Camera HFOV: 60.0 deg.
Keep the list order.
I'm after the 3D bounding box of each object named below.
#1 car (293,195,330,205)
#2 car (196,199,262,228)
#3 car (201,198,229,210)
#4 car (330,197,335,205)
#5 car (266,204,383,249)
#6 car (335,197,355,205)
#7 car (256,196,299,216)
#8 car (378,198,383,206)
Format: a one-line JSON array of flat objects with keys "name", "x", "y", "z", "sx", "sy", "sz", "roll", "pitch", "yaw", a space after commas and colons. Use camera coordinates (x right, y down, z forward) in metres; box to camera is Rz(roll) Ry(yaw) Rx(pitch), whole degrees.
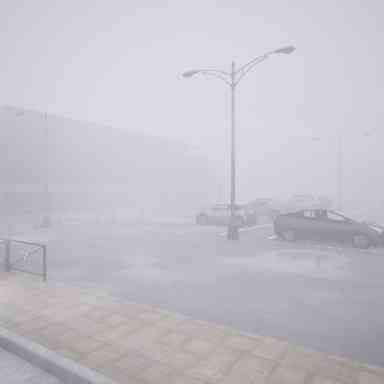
[{"name": "car", "x": 12.892, "y": 1.269, "z": 37.304, "sx": 3.866, "sy": 1.878, "sz": 1.905, "roll": 0, "pitch": 0, "yaw": 35}, {"name": "car", "x": 2.152, "y": 1.424, "z": 21.371, "sx": 3.806, "sy": 1.475, "sz": 1.970, "roll": 0, "pitch": 0, "yaw": 35}, {"name": "car", "x": 3.399, "y": 1.702, "z": 48.271, "sx": 1.812, "sy": 1.442, "sz": 4.674, "roll": 0, "pitch": 0, "yaw": 35}, {"name": "car", "x": 14.218, "y": 1.289, "z": 39.922, "sx": 4.605, "sy": 1.855, "sz": 1.932, "roll": 0, "pitch": 0, "yaw": 35}, {"name": "car", "x": 5.832, "y": 1.490, "z": 14.331, "sx": 4.514, "sy": 1.523, "sz": 2.007, "roll": 0, "pitch": 0, "yaw": 35}, {"name": "car", "x": 24.976, "y": 1.565, "z": 55.076, "sx": 3.633, "sy": 1.501, "sz": 1.845, "roll": 0, "pitch": 0, "yaw": 35}, {"name": "car", "x": 5.563, "y": 1.345, "z": 26.817, "sx": 5.027, "sy": 1.636, "sz": 2.152, "roll": 0, "pitch": 0, "yaw": 35}, {"name": "car", "x": 29.351, "y": 1.576, "z": 48.383, "sx": 3.806, "sy": 1.475, "sz": 1.970, "roll": 0, "pitch": 0, "yaw": 35}]
